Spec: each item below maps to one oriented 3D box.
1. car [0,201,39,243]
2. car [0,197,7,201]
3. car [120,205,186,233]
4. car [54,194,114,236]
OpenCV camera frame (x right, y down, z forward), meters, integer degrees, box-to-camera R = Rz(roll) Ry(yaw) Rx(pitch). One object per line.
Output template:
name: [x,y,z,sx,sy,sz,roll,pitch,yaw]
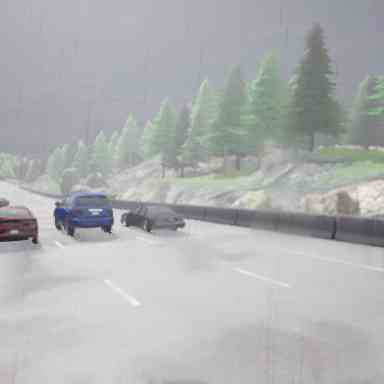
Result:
car: [-8.105,1.376,14.828,1.882,1.535,5.008,0,0,-32]
car: [-18.721,1.280,32.099,1.837,1.490,4.892,0,-1,-32]
car: [-2.352,1.433,18.836,2.033,1.411,5.357,0,0,-32]
car: [-5.994,1.105,18.076,2.150,2.045,5.566,0,0,-32]
